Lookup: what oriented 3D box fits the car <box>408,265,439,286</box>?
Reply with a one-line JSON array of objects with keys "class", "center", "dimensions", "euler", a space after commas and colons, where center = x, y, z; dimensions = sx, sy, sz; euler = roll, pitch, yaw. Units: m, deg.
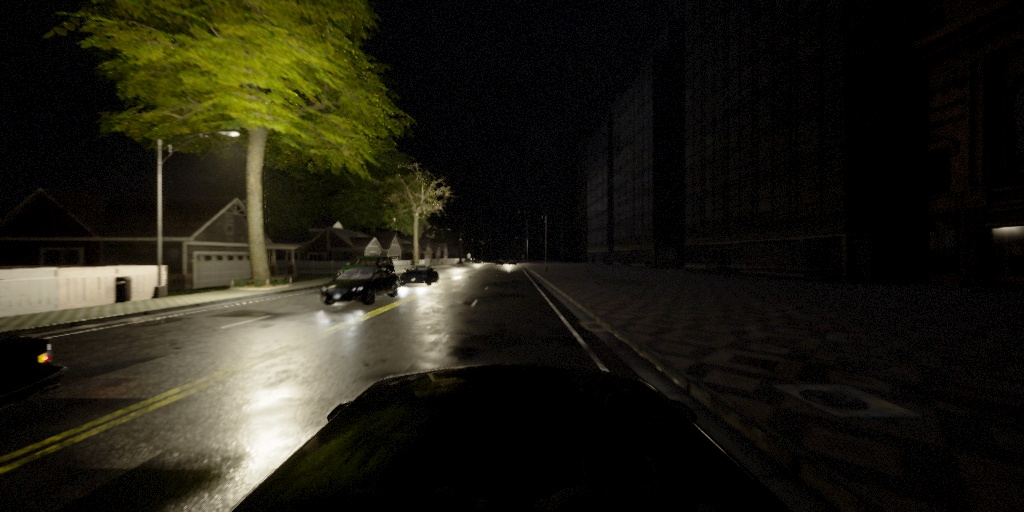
[{"class": "car", "center": [-6.470, 1.368, 25.496], "dimensions": [1.994, 1.385, 4.181], "euler": [0, 0, 0]}]

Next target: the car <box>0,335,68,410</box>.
[{"class": "car", "center": [-6.602, 1.294, 2.093], "dimensions": [2.033, 1.411, 5.357], "euler": [0, 0, 0]}]

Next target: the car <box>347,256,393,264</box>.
[{"class": "car", "center": [-9.729, 1.010, 24.502], "dimensions": [2.150, 2.045, 5.566], "euler": [0, 0, 0]}]

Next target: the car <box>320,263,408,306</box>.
[{"class": "car", "center": [-6.564, 1.261, 15.939], "dimensions": [2.128, 1.511, 4.902], "euler": [0, 0, 0]}]
